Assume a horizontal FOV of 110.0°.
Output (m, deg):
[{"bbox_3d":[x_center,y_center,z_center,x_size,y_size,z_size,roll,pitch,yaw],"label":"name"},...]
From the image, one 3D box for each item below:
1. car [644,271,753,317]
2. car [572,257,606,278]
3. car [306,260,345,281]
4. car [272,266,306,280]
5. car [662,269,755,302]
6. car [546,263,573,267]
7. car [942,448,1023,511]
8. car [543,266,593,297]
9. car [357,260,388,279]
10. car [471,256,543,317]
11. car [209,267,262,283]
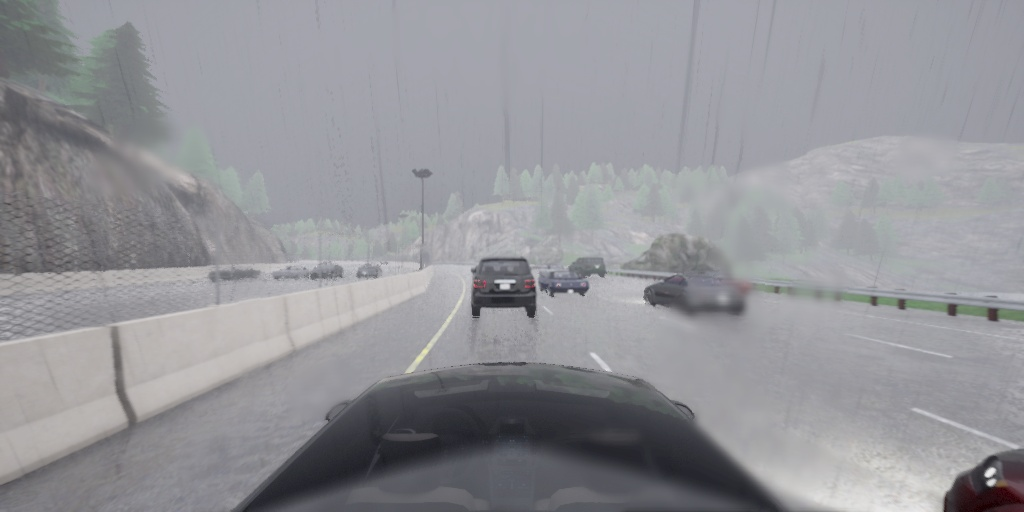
[{"bbox_3d":[6.622,1.356,13.428,1.994,1.385,4.181,0,0,-3],"label":"car"},{"bbox_3d":[7.442,1.129,35.883,2.150,2.045,5.566,0,0,-10],"label":"car"},{"bbox_3d":[-17.306,1.450,33.831,1.882,1.535,5.008,0,0,-11],"label":"car"},{"bbox_3d":[-20.944,1.587,34.297,1.895,1.301,4.718,0,0,-12],"label":"car"},{"bbox_3d":[9.778,1.409,18.417,1.895,1.301,4.718,0,0,-5],"label":"car"},{"bbox_3d":[4.019,1.515,35.127,1.895,1.301,4.718,0,0,-10],"label":"car"},{"bbox_3d":[3.517,1.296,0.316,1.994,1.385,4.181,0,0,0],"label":"car"},{"bbox_3d":[2.646,1.437,19.633,1.895,1.301,4.718,0,0,-5],"label":"car"},{"bbox_3d":[-14.146,1.465,35.883,2.128,1.511,4.902,0,0,-12],"label":"car"},{"bbox_3d":[-0.373,1.036,13.608,2.150,2.045,5.566,0,0,-4],"label":"car"},{"bbox_3d":[-23.899,1.579,31.151,1.895,1.301,4.718,0,0,-11],"label":"car"}]
